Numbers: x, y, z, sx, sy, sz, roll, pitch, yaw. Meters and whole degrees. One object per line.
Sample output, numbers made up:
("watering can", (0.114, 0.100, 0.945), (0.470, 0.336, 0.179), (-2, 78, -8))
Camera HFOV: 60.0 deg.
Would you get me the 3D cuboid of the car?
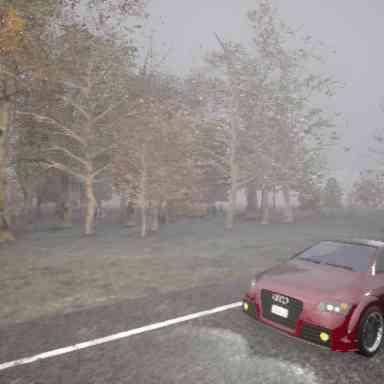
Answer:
("car", (2.917, 1.572, 6.063), (4.181, 1.385, 1.994), (0, 0, -35))
